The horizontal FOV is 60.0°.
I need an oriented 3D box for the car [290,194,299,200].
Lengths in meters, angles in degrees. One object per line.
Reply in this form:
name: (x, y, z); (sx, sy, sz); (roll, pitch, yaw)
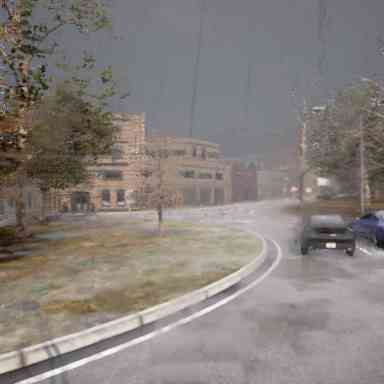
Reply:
car: (24.426, 1.199, 77.504); (2.128, 1.511, 4.902); (-1, 1, 36)

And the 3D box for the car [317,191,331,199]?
car: (32.777, 0.950, 83.520); (1.994, 1.385, 4.181); (-1, 1, 36)

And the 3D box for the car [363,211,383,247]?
car: (8.726, 1.595, 15.223); (1.812, 1.442, 4.674); (0, -1, 7)

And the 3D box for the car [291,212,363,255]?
car: (5.295, 1.597, 13.715); (1.837, 1.490, 4.892); (0, 0, 13)
